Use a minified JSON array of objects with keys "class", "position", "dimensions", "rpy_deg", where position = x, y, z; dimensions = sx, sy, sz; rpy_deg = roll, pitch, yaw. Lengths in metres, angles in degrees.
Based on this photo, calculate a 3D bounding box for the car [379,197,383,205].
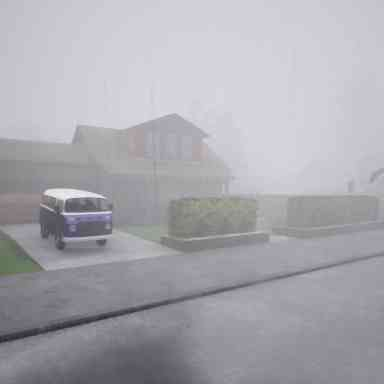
[{"class":"car","position":[24.700,0.976,41.441],"dimensions":[3.866,1.878,1.905],"rpy_deg":[0,0,0]}]
